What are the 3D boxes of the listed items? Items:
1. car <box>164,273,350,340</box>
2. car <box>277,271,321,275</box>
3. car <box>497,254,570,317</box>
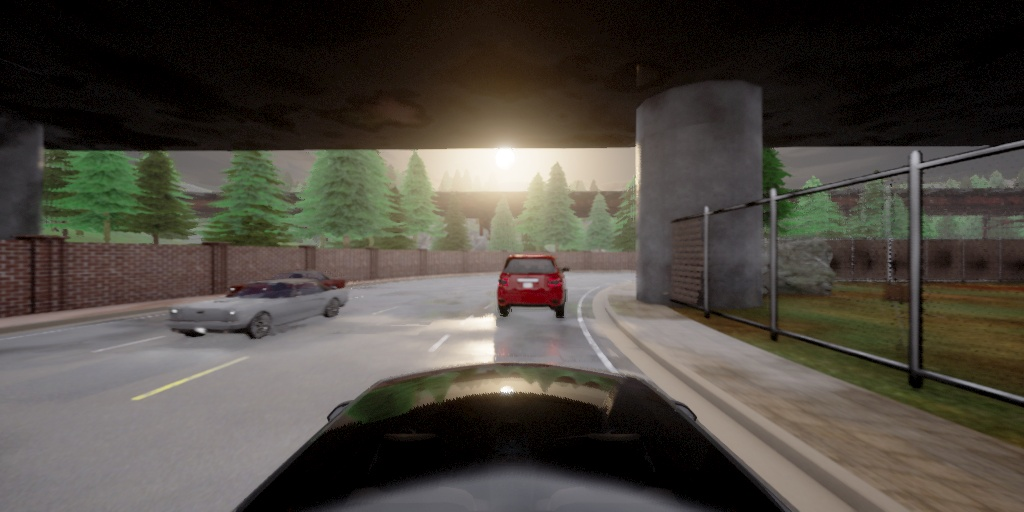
[{"bbox_3d":[-6.730,1.347,10.195,1.895,1.301,4.718,0,0,6],"label":"car"},{"bbox_3d":[-9.490,1.345,15.565,1.895,1.301,4.718,0,0,11],"label":"car"},{"bbox_3d":[0.923,0.966,13.370,2.150,2.045,5.566,0,0,10],"label":"car"}]
